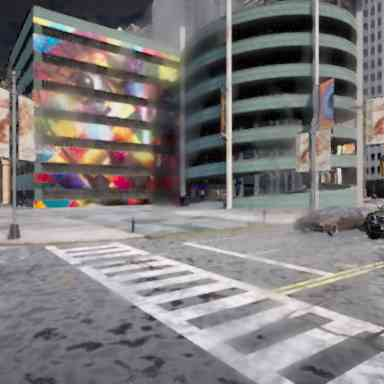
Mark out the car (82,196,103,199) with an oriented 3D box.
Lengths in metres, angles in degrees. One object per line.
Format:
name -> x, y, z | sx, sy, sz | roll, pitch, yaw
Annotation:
car -> -15.406, 1.267, 49.416 | 2.002, 1.452, 4.674 | 0, 0, -36

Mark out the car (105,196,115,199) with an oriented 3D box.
car -> -16.226, 1.386, 63.349 | 1.895, 1.301, 4.718 | 0, 0, -36

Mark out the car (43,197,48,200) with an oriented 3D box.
car -> -25.879, 1.374, 56.902 | 2.161, 1.482, 4.786 | 0, 0, -36

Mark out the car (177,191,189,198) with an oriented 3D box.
car -> -1.707, 0.892, 74.840 | 2.435, 2.045, 5.566 | 0, 0, -36

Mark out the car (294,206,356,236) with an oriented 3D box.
car -> 7.939, 1.493, 18.251 | 5.357, 1.411, 2.033 | 0, 0, -36

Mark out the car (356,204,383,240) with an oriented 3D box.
car -> 10.377, 1.165, 15.700 | 5.566, 2.045, 2.150 | 0, 0, -36
